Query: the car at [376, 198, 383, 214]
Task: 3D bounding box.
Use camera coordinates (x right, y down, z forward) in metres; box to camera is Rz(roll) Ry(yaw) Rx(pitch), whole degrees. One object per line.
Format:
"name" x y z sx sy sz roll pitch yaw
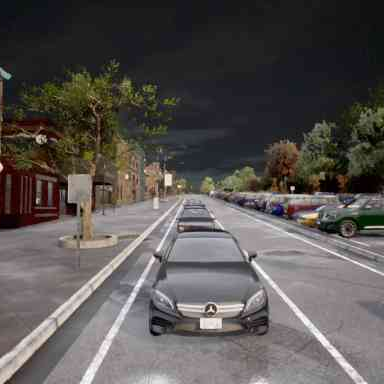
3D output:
"car" 22.411 1.443 34.675 5.366 1.575 1.946 0 0 0

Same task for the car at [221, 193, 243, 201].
"car" 8.833 1.013 73.122 4.553 1.767 2.185 0 1 0

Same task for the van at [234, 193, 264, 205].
"van" 9.125 1.088 53.501 4.442 1.987 1.878 0 1 0

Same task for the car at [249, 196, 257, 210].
"car" 9.161 1.469 36.676 4.792 1.488 2.163 0 0 0

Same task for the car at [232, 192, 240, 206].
"car" 9.021 1.112 47.892 5.566 2.045 2.435 0 1 0

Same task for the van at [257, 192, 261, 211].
"van" 9.269 1.222 33.873 4.442 1.987 1.878 0 0 0

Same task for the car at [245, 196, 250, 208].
"car" 9.109 1.465 39.484 4.674 1.452 2.002 0 0 0

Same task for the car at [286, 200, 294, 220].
"car" 9.237 1.506 22.658 4.674 1.452 2.002 0 0 0

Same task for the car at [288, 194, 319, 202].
"car" 21.817 1.207 65.207 5.366 1.575 1.946 0 1 0

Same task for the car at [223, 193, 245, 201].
"car" 8.854 1.038 70.319 4.553 1.767 2.185 0 1 0

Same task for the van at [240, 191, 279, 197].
"van" 9.187 1.162 45.093 4.442 1.987 1.878 0 0 0

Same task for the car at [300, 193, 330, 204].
"car" 22.074 1.134 59.658 4.553 1.767 2.185 0 1 0

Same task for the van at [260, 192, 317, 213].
"van" 9.056 1.230 31.070 4.442 1.987 1.878 0 0 0

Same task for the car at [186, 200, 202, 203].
"car" 0.212 1.442 29.870 2.128 1.511 4.902 0 0 0

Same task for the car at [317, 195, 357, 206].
"car" 22.290 1.331 51.332 5.366 1.575 1.946 0 1 0

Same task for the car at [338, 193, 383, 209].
"car" 22.137 1.152 43.001 5.566 2.045 2.435 0 0 0

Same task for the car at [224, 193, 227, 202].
"car" 8.944 1.278 61.912 4.674 1.452 2.002 0 1 0

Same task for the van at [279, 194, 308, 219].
"van" 9.331 1.237 25.461 4.442 1.987 1.878 0 0 0

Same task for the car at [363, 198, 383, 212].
"car" 22.177 1.468 37.445 4.792 1.488 2.163 0 0 0

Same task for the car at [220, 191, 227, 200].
"car" 8.898 0.962 64.712 5.566 2.045 2.435 0 1 0

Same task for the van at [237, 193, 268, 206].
"van" 9.146 1.113 50.698 4.442 1.987 1.878 0 1 0

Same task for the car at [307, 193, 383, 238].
"car" 9.247 1.220 17.050 5.566 2.045 2.435 0 0 0

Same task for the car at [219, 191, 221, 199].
"car" 8.877 0.937 67.515 5.566 2.045 2.435 0 1 0

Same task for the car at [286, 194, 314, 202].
"car" 21.988 1.187 67.985 4.892 1.521 2.231 0 1 0

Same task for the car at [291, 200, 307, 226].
"car" 9.070 1.466 19.853 5.366 1.575 1.946 0 0 0

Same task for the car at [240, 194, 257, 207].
"car" 9.097 1.408 42.287 4.892 1.521 2.231 0 0 0

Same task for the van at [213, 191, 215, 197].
"van" 8.624 0.762 89.939 4.442 1.987 1.878 0 1 0

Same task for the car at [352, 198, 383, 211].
"car" 22.214 1.451 40.228 4.792 1.488 2.163 0 0 0

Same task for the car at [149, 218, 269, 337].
"car" 0.251 1.524 6.843 1.812 1.442 4.674 0 0 0

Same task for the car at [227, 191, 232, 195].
"car" 8.998 1.138 59.107 4.553 1.767 2.185 0 1 0

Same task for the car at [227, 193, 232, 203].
"car" 8.981 1.289 56.305 4.892 1.521 2.231 0 1 0

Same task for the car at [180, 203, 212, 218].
"car" 0.189 1.532 17.422 2.033 1.411 5.357 0 0 0

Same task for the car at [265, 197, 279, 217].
"car" 9.188 1.459 28.264 5.008 1.535 2.097 0 0 0

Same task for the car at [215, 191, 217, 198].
"car" 8.797 1.063 81.533 5.008 1.535 2.097 0 1 0
